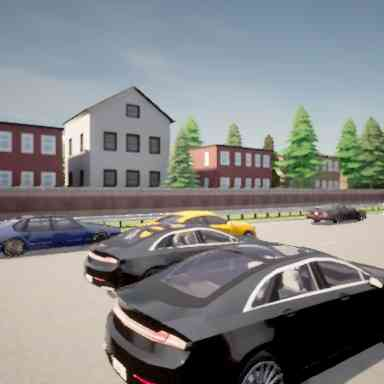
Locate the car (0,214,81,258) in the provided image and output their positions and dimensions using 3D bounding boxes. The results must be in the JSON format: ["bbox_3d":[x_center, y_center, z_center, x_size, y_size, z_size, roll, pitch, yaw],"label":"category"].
[{"bbox_3d":[-5.433,1.541,12.763,5.357,1.411,2.033,0,0,-35],"label":"car"}]

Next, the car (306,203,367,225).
[{"bbox_3d":[10.503,1.509,24.057,5.357,1.411,2.033,0,0,-35],"label":"car"}]

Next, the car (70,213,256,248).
[{"bbox_3d":[-0.066,1.483,7.985,4.902,1.511,2.128,0,0,-35],"label":"car"}]

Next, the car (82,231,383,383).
[{"bbox_3d":[1.265,1.485,4.639,4.902,1.511,2.128,0,0,-35],"label":"car"}]

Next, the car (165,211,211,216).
[{"bbox_3d":[0.286,1.464,12.525,5.008,1.535,1.882,0,0,-35],"label":"car"}]
